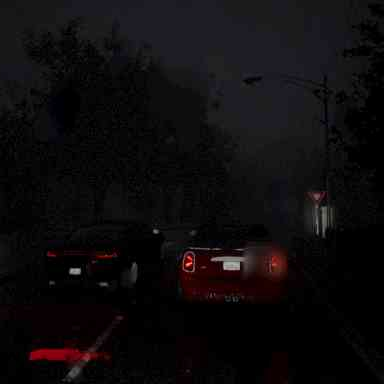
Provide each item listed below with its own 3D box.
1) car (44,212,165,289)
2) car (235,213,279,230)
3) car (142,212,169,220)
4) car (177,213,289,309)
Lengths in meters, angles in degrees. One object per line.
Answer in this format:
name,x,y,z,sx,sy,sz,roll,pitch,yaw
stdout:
car,-2.098,1.511,9.391,1.882,1.535,5.008,-1,0,8
car,5.774,2.536,29.245,1.895,1.301,4.718,-3,-5,38
car,-6.987,4.612,64.045,4.892,1.490,1.837,0,-5,7
car,0.978,1.355,8.105,2.097,1.767,4.553,-1,0,7
